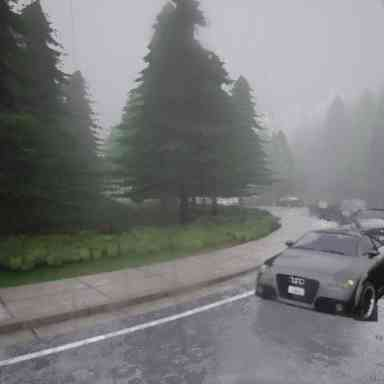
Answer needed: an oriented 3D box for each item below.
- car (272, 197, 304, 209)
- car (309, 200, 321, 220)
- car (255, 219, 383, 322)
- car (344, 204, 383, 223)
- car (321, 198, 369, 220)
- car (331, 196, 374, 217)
[{"bbox_3d":[12.841,1.378,44.853,1.882,1.535,5.008,0,0,-22],"label":"car"},{"bbox_3d":[11.203,1.440,27.910,1.882,1.535,5.008,0,1,7],"label":"car"},{"bbox_3d":[3.142,1.553,7.354,1.994,1.385,4.181,1,0,41],"label":"car"},{"bbox_3d":[8.878,1.537,16.288,2.033,1.411,5.357,0,0,21],"label":"car"},{"bbox_3d":[10.797,1.299,22.881,2.097,1.767,4.553,0,2,7],"label":"car"},{"bbox_3d":[15.193,1.319,31.766,2.097,1.767,4.553,0,0,3],"label":"car"}]
